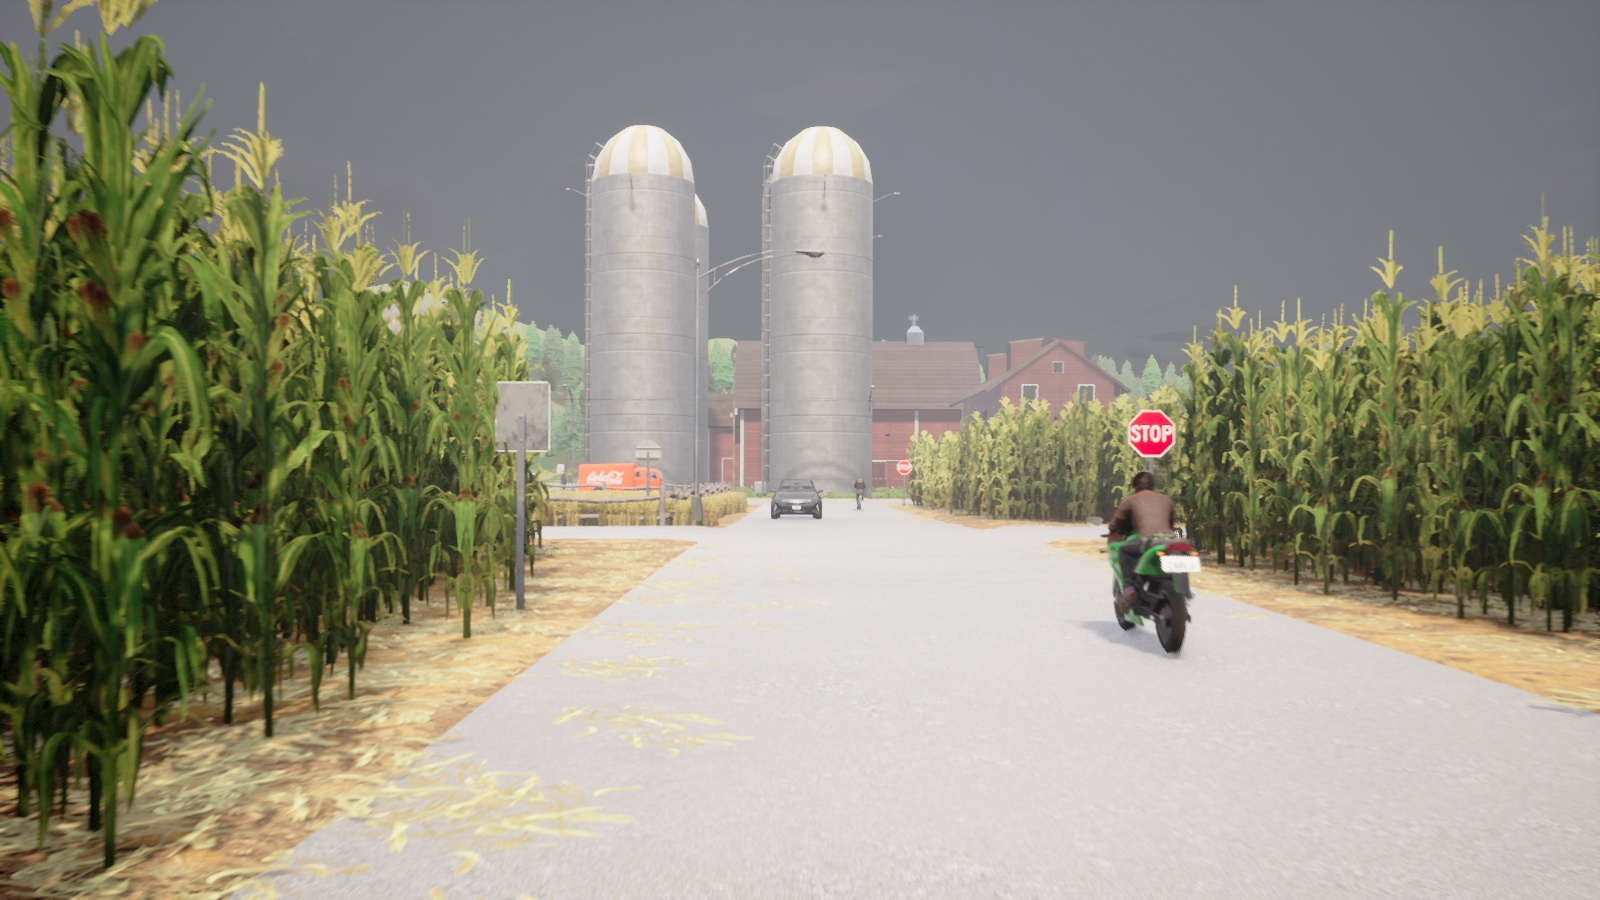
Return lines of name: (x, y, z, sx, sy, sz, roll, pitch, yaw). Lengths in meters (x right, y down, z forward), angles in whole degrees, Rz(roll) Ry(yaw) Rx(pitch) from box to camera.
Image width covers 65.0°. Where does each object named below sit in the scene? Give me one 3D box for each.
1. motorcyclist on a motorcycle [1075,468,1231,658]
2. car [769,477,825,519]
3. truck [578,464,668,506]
motorcyclist on a motorcycle: (3.072, 0.928, 11.167, 0.797, 1.523, 2.044, 0, -1, 0)
car: (-0.116, 1.810, 47.866, 2.007, 1.525, 4.514, 0, -2, 0)
truck: (-11.068, 2.173, 78.782, 5.204, 2.467, 2.627, -1, -1, 0)
